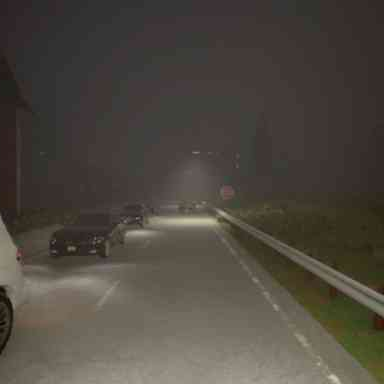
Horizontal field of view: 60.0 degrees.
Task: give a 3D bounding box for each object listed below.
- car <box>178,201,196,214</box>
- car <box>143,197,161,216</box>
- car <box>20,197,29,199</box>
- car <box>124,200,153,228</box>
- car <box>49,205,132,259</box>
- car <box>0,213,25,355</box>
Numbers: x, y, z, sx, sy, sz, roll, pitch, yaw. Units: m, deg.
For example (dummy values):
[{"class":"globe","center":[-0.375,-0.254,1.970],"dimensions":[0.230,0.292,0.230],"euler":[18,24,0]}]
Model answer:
[{"class":"car","center":[-0.531,1.627,36.183],"dimensions":[1.895,1.301,4.718],"euler":[0,0,-1]},{"class":"car","center":[-3.989,1.198,28.189],"dimensions":[1.994,1.385,4.181],"euler":[0,0,-1]},{"class":"car","center":[-33.475,1.660,66.554],"dimensions":[1.784,1.438,3.905],"euler":[0,0,-2]},{"class":"car","center":[-3.976,1.531,22.425],"dimensions":[1.837,1.490,4.892],"euler":[0,0,-1]},{"class":"car","center":[-3.812,1.497,12.895],"dimensions":[1.882,1.535,5.008],"euler":[0,0,-1]},{"class":"car","center":[-3.638,1.234,2.921],"dimensions":[2.150,2.045,5.566],"euler":[0,0,-1]}]
